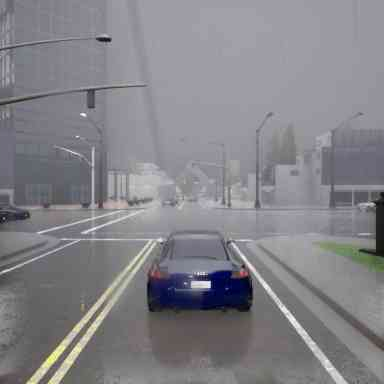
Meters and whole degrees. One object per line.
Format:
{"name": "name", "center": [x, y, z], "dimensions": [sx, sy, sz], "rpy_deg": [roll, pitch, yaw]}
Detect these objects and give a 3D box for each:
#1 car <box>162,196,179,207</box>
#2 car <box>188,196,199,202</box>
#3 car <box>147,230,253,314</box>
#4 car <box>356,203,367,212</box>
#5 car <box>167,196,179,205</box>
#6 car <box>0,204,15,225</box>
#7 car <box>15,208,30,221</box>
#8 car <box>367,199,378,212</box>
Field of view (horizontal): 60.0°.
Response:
{"name": "car", "center": [-3.553, 1.491, 51.205], "dimensions": [2.128, 1.511, 4.902], "rpy_deg": [0, 0, 0]}
{"name": "car", "center": [0.347, 1.540, 74.457], "dimensions": [2.033, 1.411, 5.357], "rpy_deg": [0, 0, 8]}
{"name": "car", "center": [0.093, 1.564, 7.727], "dimensions": [1.994, 1.385, 4.181], "rpy_deg": [0, 0, -2]}
{"name": "car", "center": [20.770, 1.477, 37.123], "dimensions": [4.674, 1.442, 1.812], "rpy_deg": [0, 0, -2]}
{"name": "car", "center": [-3.500, 1.505, 61.605], "dimensions": [1.837, 1.490, 4.892], "rpy_deg": [0, 0, 1]}
{"name": "car", "center": [-15.248, 1.572, 22.650], "dimensions": [5.008, 1.535, 1.882], "rpy_deg": [-1, 0, -1]}
{"name": "car", "center": [-15.057, 1.659, 26.157], "dimensions": [4.181, 1.385, 1.994], "rpy_deg": [-1, 0, 0]}
{"name": "car", "center": [20.529, 1.515, 33.608], "dimensions": [4.181, 1.385, 1.994], "rpy_deg": [0, 0, 0]}
